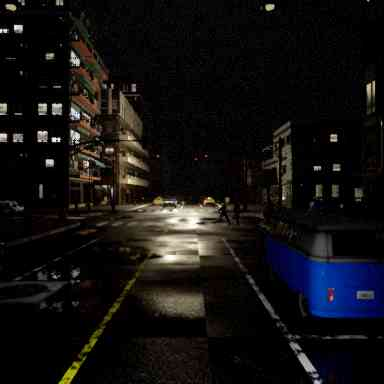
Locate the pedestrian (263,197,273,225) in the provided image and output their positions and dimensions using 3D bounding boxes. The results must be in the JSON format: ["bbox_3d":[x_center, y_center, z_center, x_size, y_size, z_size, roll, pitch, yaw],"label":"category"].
[{"bbox_3d":[4.909,1.148,21.045,0.375,1.860,0.375,0,0,0],"label":"pedestrian"}]

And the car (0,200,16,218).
[{"bbox_3d":[-17.472,1.534,27.759,4.206,1.307,1.802,0,0,0],"label":"car"}]

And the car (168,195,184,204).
[{"bbox_3d":[-3.071,1.596,62.146,2.033,1.411,5.357,0,0,0],"label":"car"}]

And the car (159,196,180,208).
[{"bbox_3d":[-3.100,1.630,47.179,1.895,1.301,4.718,0,0,0],"label":"car"}]

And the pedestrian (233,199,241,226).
[{"bbox_3d":[2.910,1.300,21.688,0.375,1.860,0.375,0,0,0],"label":"pedestrian"}]

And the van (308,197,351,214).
[{"bbox_3d":[14.892,1.425,36.225,3.998,1.788,1.690,0,0,0],"label":"van"}]

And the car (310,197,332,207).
[{"bbox_3d":[14.901,1.549,33.634,5.008,1.535,1.882,0,0,0],"label":"car"}]

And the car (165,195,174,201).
[{"bbox_3d":[-5.706,1.615,84.801,1.752,1.417,4.829,0,0,0],"label":"car"}]

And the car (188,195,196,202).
[{"bbox_3d":[-0.016,1.616,78.127,2.033,1.411,5.357,0,0,0],"label":"car"}]

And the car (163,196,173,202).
[{"bbox_3d":[-5.705,1.629,79.432,2.008,1.369,4.403,0,0,0],"label":"car"}]

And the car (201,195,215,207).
[{"bbox_3d":[2.682,1.561,51.908,1.752,1.417,4.829,0,0,0],"label":"car"}]

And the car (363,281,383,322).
[{"bbox_3d":[2.660,1.582,1.262,1.802,1.307,4.206,0,0,0],"label":"car"}]

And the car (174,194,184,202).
[{"bbox_3d":[-3.017,1.427,78.093,2.097,1.767,4.553,0,0,0],"label":"car"}]

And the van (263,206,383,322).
[{"bbox_3d":[2.659,1.342,6.951,1.690,1.788,3.998,0,0,0],"label":"van"}]

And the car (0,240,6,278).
[{"bbox_3d":[-5.689,1.567,6.975,1.947,1.339,4.313,0,0,0],"label":"car"}]

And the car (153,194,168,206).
[{"bbox_3d":[-5.700,1.567,57.105,1.752,1.417,4.829,0,0,0],"label":"car"}]

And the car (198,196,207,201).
[{"bbox_3d":[2.675,1.641,84.973,2.008,1.369,4.403,0,0,0],"label":"car"}]

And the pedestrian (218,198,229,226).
[{"bbox_3d":[2.103,1.300,22.243,0.375,1.860,0.375,0,0,0],"label":"pedestrian"}]

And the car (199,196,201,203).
[{"bbox_3d":[2.679,1.632,62.817,1.802,1.307,4.206,0,0,0],"label":"car"}]

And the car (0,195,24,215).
[{"bbox_3d":[-18.377,1.178,30.345,5.566,2.045,2.150,1,0,0],"label":"car"}]

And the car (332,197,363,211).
[{"bbox_3d":[14.917,1.358,27.846,5.009,1.841,2.192,0,0,0],"label":"car"}]

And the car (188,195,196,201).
[{"bbox_3d":[-0.018,1.464,88.547,1.882,1.535,5.008,0,0,0],"label":"car"}]
